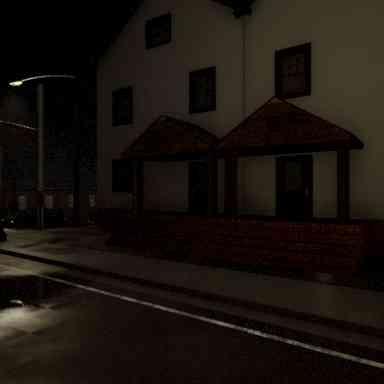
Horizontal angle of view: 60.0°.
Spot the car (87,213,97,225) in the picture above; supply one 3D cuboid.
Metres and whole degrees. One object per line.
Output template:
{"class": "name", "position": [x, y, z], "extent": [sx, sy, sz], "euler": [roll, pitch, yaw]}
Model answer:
{"class": "car", "position": [-7.686, 3.292, 32.861], "extent": [2.150, 2.045, 5.566], "euler": [0, -9, 35]}

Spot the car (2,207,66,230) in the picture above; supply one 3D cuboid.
{"class": "car", "position": [-14.177, 2.409, 30.188], "extent": [2.150, 2.045, 5.566], "euler": [0, -9, 36]}
